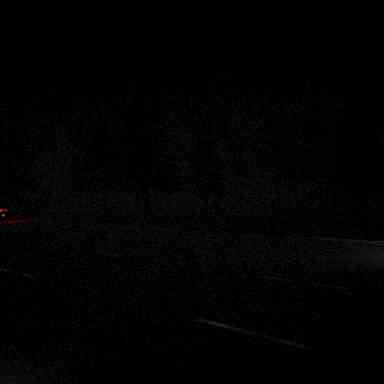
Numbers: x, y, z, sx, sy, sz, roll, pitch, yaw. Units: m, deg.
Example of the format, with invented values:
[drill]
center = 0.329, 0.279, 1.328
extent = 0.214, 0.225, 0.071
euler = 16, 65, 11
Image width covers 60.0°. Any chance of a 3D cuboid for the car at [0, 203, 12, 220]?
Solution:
[car]
center = -17.798, 1.750, 29.446
extent = 4.892, 1.490, 1.837
euler = -1, 0, 35
